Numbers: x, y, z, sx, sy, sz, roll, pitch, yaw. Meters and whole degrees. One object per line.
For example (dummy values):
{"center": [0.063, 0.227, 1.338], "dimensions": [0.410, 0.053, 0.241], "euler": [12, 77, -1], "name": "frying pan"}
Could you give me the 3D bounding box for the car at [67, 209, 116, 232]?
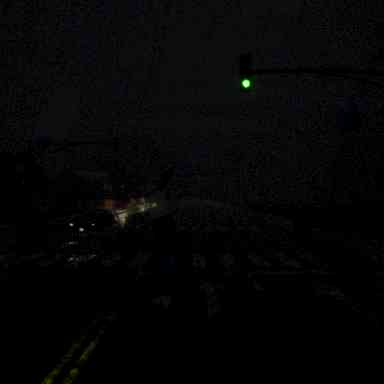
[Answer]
{"center": [-6.504, 1.856, 22.254], "dimensions": [2.033, 1.411, 5.357], "euler": [0, 0, 0], "name": "car"}
